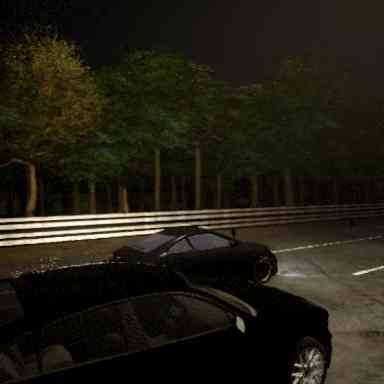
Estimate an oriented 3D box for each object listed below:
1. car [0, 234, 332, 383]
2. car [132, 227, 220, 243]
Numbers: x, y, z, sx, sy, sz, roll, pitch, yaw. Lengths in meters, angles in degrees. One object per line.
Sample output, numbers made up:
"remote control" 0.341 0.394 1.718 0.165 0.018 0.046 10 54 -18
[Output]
"car" -0.644 1.472 3.288 5.008 1.535 1.882 0 0 -35
"car" 0.116 1.550 8.074 4.181 1.385 1.994 0 0 -34
